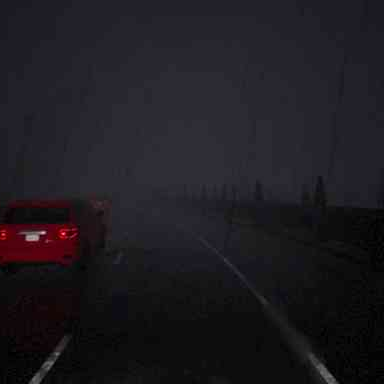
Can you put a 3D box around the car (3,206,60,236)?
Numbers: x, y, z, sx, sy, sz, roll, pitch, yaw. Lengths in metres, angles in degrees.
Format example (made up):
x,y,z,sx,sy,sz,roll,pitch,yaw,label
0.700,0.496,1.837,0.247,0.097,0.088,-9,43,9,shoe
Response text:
x,y,z,sx,sy,sz,roll,pitch,yaw,label
-9.155,1.599,19.392,1.895,1.301,4.718,0,0,-12,car

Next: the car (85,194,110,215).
x,y,z,sx,sy,sz,roll,pitch,yaw,label
-9.990,1.203,34.912,2.150,2.045,5.566,0,0,-20,car

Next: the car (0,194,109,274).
x,y,z,sx,sy,sz,roll,pitch,yaw,label
-4.224,1.218,10.823,2.150,2.045,5.566,0,0,-7,car

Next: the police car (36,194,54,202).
x,y,z,sx,sy,sz,roll,pitch,yaw,label
-35.407,1.412,80.066,5.238,1.638,1.930,0,0,42,police car
